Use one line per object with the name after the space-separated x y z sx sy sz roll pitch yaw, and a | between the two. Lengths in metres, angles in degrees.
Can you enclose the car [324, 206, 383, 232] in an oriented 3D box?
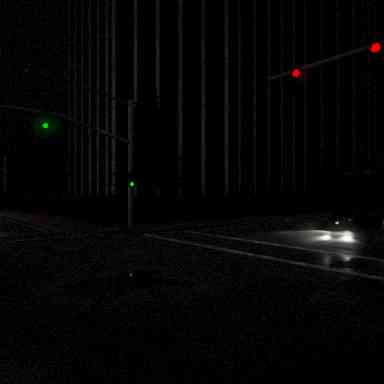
9.812 1.582 20.194 4.181 1.385 1.994 0 0 -39 | car
